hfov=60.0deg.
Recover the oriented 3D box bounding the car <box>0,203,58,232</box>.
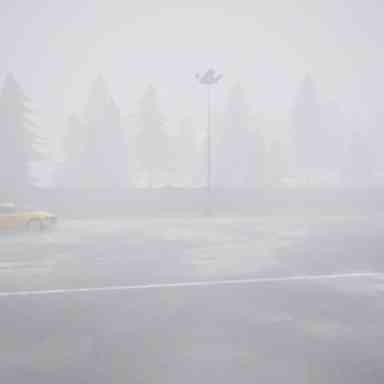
[{"bbox_3d":[-10.202,1.395,18.460,5.008,1.535,1.882,0,0,-10],"label":"car"}]

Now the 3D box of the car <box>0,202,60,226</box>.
[{"bbox_3d":[-11.315,1.426,21.829,4.674,1.442,1.812,0,0,-10],"label":"car"}]
